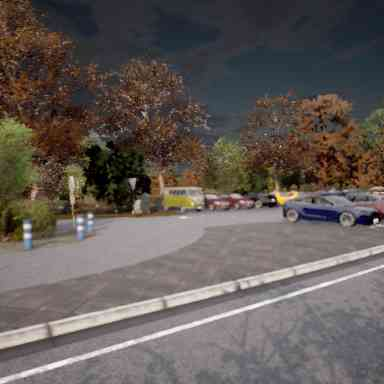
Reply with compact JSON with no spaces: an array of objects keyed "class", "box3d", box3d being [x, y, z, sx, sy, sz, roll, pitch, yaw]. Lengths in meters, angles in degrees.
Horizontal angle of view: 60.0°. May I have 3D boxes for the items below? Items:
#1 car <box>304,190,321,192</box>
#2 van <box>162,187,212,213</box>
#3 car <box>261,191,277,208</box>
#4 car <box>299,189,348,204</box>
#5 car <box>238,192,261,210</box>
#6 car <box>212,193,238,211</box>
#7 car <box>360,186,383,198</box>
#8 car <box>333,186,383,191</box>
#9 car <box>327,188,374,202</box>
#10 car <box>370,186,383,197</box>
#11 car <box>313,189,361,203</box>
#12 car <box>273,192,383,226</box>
[{"class":"car","box3d":[10.572,0.646,35.621,1.946,1.575,5.366,-1,1,-35]},{"class":"van","box3d":[-0.684,0.611,27.360,1.878,1.987,4.442,-1,1,-35]},{"class":"car","box3d":[6.086,0.776,32.289,2.163,1.488,4.792,-1,1,-35]},{"class":"car","box3d":[15.143,0.513,38.587,2.097,1.535,5.008,-2,1,-35]},{"class":"car","box3d":[3.715,0.822,30.598,2.002,1.452,4.674,-1,0,-35]},{"class":"car","box3d":[1.434,0.849,29.001,2.002,1.452,4.674,-1,0,-35]},{"class":"car","box3d":[26.661,0.002,46.429,1.946,1.575,5.366,-3,2,-35]},{"class":"car","box3d":[11.357,0.664,20.016,2.185,1.767,4.553,-1,1,-35]},{"class":"car","box3d":[19.817,0.333,41.858,2.231,1.521,4.892,-2,1,-35]},{"class":"car","box3d":[28.835,-0.123,48.184,2.097,1.535,5.008,-3,2,-35]},{"class":"car","box3d":[17.428,0.429,40.186,2.097,1.535,5.008,-2,1,-35]},{"class":"car","box3d":[6.830,0.873,16.774,2.163,1.488,4.792,-1,0,-35]}]
